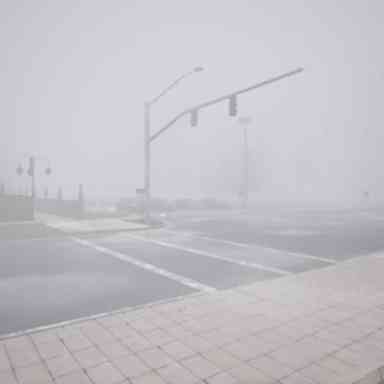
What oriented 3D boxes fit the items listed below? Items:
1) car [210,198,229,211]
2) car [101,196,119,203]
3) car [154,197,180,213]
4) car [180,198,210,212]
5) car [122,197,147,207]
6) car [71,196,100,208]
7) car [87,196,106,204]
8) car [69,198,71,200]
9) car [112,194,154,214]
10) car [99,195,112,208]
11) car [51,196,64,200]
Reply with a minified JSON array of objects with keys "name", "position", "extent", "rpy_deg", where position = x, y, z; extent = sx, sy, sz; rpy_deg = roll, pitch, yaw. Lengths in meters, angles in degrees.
[{"name":"car","position":[2.425,1.455,40.956],"extent":[1.882,1.535,5.008],"rpy_deg":[0,0,-36]},{"name":"car","position":[-16.586,1.481,67.194],"extent":[1.837,1.490,4.892],"rpy_deg":[0,0,-36]},{"name":"car","position":[-3.761,1.489,37.554],"extent":[1.837,1.490,4.892],"rpy_deg":[0,0,-36]},{"name":"car","position":[-0.538,1.472,39.077],"extent":[2.128,1.511,4.902],"rpy_deg":[0,0,-36]},{"name":"car","position":[-8.739,1.506,50.333],"extent":[1.812,1.442,4.674],"rpy_deg":[0,0,-36]},{"name":"car","position":[-15.179,1.587,47.281],"extent":[1.895,1.301,4.718],"rpy_deg":[0,0,-36]},{"name":"car","position":[-18.333,1.485,63.599],"extent":[1.837,1.490,4.892],"rpy_deg":[0,0,-36]},{"name":"car","position":[-21.469,1.489,61.952],"extent":[1.837,1.490,4.892],"rpy_deg":[0,0,-36]},{"name":"car","position":[-6.307,1.339,35.106],"extent":[2.097,1.767,4.553],"rpy_deg":[0,0,-36]},{"name":"car","position":[-12.240,1.530,49.189],"extent":[2.033,1.411,5.357],"rpy_deg":[0,0,-36]},{"name":"car","position":[-24.190,1.513,59.731],"extent":[1.812,1.442,4.674],"rpy_deg":[0,0,-36]}]
